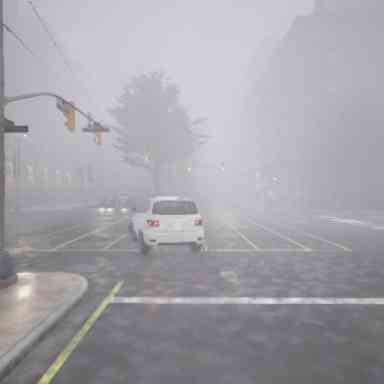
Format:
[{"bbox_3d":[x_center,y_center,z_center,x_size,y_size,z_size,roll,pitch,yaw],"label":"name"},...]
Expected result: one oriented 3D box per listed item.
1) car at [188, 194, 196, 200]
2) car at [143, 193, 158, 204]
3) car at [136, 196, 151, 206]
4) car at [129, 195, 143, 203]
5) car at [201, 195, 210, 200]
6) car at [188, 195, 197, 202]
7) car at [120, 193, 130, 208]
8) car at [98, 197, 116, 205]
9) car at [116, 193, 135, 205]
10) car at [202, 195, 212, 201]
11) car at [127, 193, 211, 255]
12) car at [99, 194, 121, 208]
[{"bbox_3d":[0.009,1.391,87.155,1.837,1.490,4.892,0,0,0],"label":"car"},{"bbox_3d":[-7.994,1.140,64.652,2.150,2.045,5.566,0,0,0],"label":"car"},{"bbox_3d":[-8.018,1.456,55.036,1.812,1.442,4.674,0,0,1],"label":"car"},{"bbox_3d":[-11.493,1.436,68.278,2.128,1.511,4.902,0,0,0],"label":"car"},{"bbox_3d":[3.509,1.443,87.155,1.994,1.385,4.181,0,0,0],"label":"car"},{"bbox_3d":[0.008,1.442,77.693,2.033,1.411,5.357,0,0,0],"label":"car"},{"bbox_3d":[-8.075,1.294,46.151,2.097,1.767,4.553,0,0,0],"label":"car"},{"bbox_3d":[-14.744,1.522,57.959,1.895,1.301,4.718,0,0,0],"label":"car"},{"bbox_3d":[-11.494,1.149,57.840,2.150,2.045,5.566,0,0,0],"label":"car"},{"bbox_3d":[3.508,1.442,78.154,2.033,1.411,5.357,0,0,0],"label":"car"},{"bbox_3d":[-1.209,1.203,13.610,2.150,2.045,5.566,1,0,-16],"label":"car"},{"bbox_3d":[-11.563,1.431,47.921,2.128,1.511,4.902,0,0,0],"label":"car"}]
